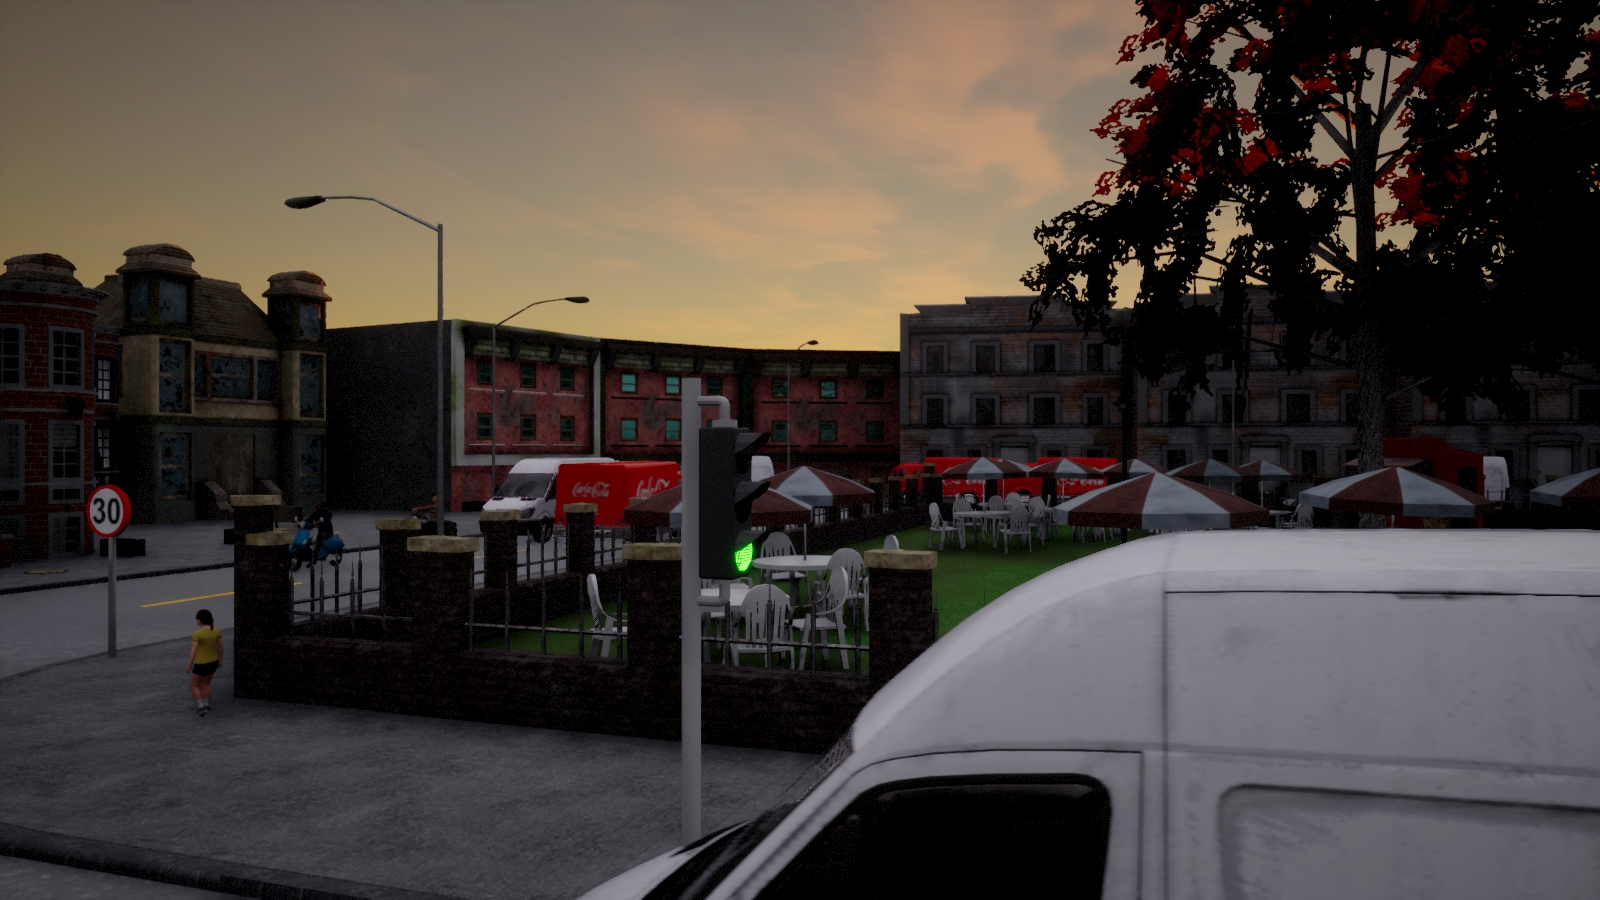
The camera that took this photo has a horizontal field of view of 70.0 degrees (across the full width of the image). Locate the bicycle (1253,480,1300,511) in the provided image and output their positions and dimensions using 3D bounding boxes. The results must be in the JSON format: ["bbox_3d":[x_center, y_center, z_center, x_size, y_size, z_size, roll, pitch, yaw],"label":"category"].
[{"bbox_3d":[20.335,1.940,48.821,1.835,1.271,0.329,0,0,19],"label":"bicycle"}]

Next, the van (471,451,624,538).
[{"bbox_3d":[-7.990,1.314,36.858,1.988,2.561,5.915,0,0,19],"label":"van"}]

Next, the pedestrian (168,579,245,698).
[{"bbox_3d":[-6.034,1.896,11.615,0.500,1.100,0.500,0,0,28],"label":"pedestrian"}]

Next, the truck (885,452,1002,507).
[{"bbox_3d":[6.742,1.349,53.338,5.204,2.467,2.627,0,0,12],"label":"truck"}]

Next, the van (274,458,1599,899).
[{"bbox_3d":[1.627,1.313,3.201,5.915,2.561,1.988,0,0,20],"label":"van"}]

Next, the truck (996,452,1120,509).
[{"bbox_3d":[11.735,1.348,51.842,5.204,2.467,2.627,0,0,19],"label":"truck"}]

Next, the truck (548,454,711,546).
[{"bbox_3d":[-4.863,1.348,33.584,2.627,2.467,5.204,0,0,19],"label":"truck"}]
